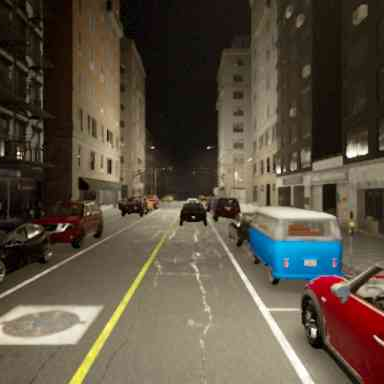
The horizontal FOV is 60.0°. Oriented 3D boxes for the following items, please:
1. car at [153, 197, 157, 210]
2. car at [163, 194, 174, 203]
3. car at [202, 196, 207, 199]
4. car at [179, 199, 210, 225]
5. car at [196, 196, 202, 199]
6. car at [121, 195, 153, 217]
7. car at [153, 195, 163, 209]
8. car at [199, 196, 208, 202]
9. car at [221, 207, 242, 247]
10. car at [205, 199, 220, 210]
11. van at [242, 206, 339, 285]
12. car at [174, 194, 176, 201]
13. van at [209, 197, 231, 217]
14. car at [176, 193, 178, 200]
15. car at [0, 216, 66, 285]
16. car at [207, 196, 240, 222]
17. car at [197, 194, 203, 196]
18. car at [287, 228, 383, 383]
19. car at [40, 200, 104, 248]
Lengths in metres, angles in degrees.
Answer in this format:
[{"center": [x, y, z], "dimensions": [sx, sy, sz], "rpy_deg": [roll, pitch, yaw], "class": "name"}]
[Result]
[{"center": [-5.413, 1.554, 37.483], "dimensions": [1.752, 1.417, 4.829], "rpy_deg": [0, 0, 0], "class": "car"}, {"center": [-5.441, 1.574, 70.170], "dimensions": [1.752, 1.417, 4.829], "rpy_deg": [0, 0, 0], "class": "car"}, {"center": [2.625, 1.344, 37.656], "dimensions": [2.192, 1.841, 5.009], "rpy_deg": [0, 0, 0], "class": "car"}, {"center": [0.092, 1.497, 24.289], "dimensions": [1.882, 1.535, 5.008], "rpy_deg": [0, 0, 0], "class": "car"}, {"center": [0.082, 1.557, 41.169], "dimensions": [1.812, 1.442, 4.674], "rpy_deg": [0, 0, 0], "class": "car"}, {"center": [-5.410, 1.340, 31.976], "dimensions": [2.192, 1.841, 5.009], "rpy_deg": [0, 0, 0], "class": "car"}, {"center": [-5.416, 1.347, 43.333], "dimensions": [2.192, 1.841, 5.009], "rpy_deg": [0, 0, 0], "class": "car"}, {"center": [2.610, 1.597, 75.825], "dimensions": [1.887, 1.381, 4.507], "rpy_deg": [0, 0, 0], "class": "car"}, {"center": [2.633, 1.564, 14.940], "dimensions": [2.008, 1.369, 4.403], "rpy_deg": [0, 0, 0], "class": "car"}, {"center": [2.622, 1.614, 43.335], "dimensions": [1.802, 1.307, 4.206], "rpy_deg": [0, 0, 0], "class": "car"}, {"center": [2.636, 1.349, 9.261], "dimensions": [1.690, 1.788, 3.998], "rpy_deg": [0, 0, 0], "class": "van"}, {"center": [-5.442, 1.582, 81.133], "dimensions": [1.752, 1.417, 4.829], "rpy_deg": [0, 0, 0], "class": "car"}, {"center": [2.627, 1.366, 31.977], "dimensions": [1.690, 1.788, 3.998], "rpy_deg": [0, 0, 0], "class": "van"}, {"center": [-5.442, 1.376, 86.786], "dimensions": [2.192, 1.841, 5.009], "rpy_deg": [0, 0, 0], "class": "car"}, {"center": [-5.398, 1.574, 9.262], "dimensions": [1.947, 1.339, 4.313], "rpy_deg": [0, 0, 0], "class": "car"}, {"center": [2.629, 1.336, 26.298], "dimensions": [2.192, 1.841, 5.009], "rpy_deg": [0, 0, 0], "class": "car"}, {"center": [2.612, 1.600, 70.343], "dimensions": [2.008, 1.369, 4.403], "rpy_deg": [0, 0, 0], "class": "car"}, {"center": [2.638, 1.444, 3.582], "dimensions": [1.967, 1.590, 4.097], "rpy_deg": [0, 0, 0], "class": "car"}, {"center": [-5.400, 1.328, 14.941], "dimensions": [2.192, 1.841, 5.009], "rpy_deg": [0, 0, 0], "class": "car"}]
